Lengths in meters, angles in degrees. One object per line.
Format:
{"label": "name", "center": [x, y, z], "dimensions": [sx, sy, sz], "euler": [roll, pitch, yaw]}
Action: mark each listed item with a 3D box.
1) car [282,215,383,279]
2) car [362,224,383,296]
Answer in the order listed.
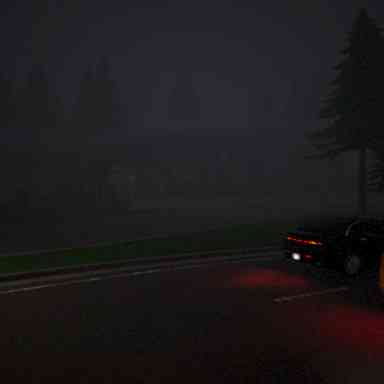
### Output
{"label": "car", "center": [4.994, 1.463, 9.853], "dimensions": [4.892, 1.490, 1.837], "euler": [0, 0, -24]}
{"label": "car", "center": [5.966, 1.447, 6.494], "dimensions": [5.008, 1.535, 1.882], "euler": [0, 0, -24]}
